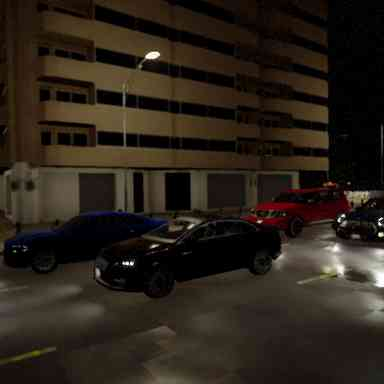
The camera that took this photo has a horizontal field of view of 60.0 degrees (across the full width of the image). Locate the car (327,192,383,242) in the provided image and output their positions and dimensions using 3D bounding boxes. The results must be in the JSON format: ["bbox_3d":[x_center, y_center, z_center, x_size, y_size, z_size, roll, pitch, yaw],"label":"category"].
[{"bbox_3d":[7.851,0.985,13.374,4.553,1.767,2.097,-2,1,-33],"label":"car"}]

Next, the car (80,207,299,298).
[{"bbox_3d":[0.095,1.349,8.236,4.902,1.511,2.128,-2,1,-33],"label":"car"}]

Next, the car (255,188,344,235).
[{"bbox_3d":[5.250,0.857,15.846,5.566,2.045,2.150,-2,1,-33],"label":"car"}]

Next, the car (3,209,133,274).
[{"bbox_3d":[-3.016,1.351,10.374,5.008,1.535,1.882,-2,1,-33],"label":"car"}]

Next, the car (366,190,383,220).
[{"bbox_3d":[13.406,0.753,21.237,4.553,1.767,2.097,-2,1,-33],"label":"car"}]
